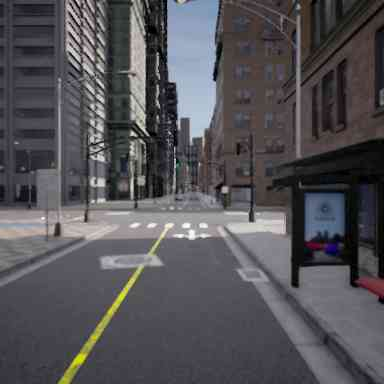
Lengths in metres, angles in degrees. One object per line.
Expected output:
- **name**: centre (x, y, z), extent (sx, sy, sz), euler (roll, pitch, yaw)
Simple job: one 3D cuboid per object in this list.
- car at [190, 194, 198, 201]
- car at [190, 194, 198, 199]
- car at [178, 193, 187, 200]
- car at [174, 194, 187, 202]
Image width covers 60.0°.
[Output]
- **car**: centre (0.522, 1.358, 80.656), extent (1.994, 1.385, 4.181), euler (0, 0, 1)
- **car**: centre (0.644, 1.173, 90.658), extent (2.033, 1.411, 5.357), euler (0, 0, 1)
- **car**: centre (-2.434, 1.142, 84.285), extent (2.097, 1.767, 4.553), euler (0, 0, 1)
- **car**: centre (-2.625, 1.320, 68.653), extent (1.882, 1.535, 5.008), euler (0, 0, 1)
